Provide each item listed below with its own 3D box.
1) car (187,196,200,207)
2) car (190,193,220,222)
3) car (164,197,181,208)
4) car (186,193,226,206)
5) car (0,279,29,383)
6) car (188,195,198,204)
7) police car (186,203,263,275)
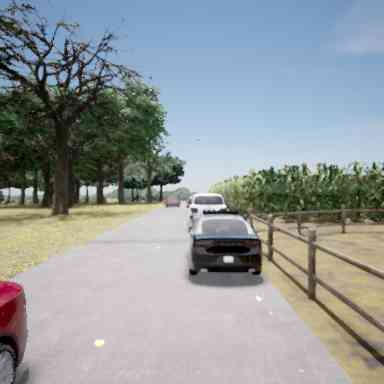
[{"bbox_3d":[0.192,1.369,47.455,1.812,1.442,4.674,0,0,1],"label":"car"},{"bbox_3d":[0.924,1.103,26.297,2.150,2.045,5.566,0,0,0],"label":"car"},{"bbox_3d":[-2.663,1.371,45.309,1.812,1.442,4.674,0,0,0],"label":"car"},{"bbox_3d":[0.901,1.116,20.295,2.150,2.045,5.566,0,0,0],"label":"car"},{"bbox_3d":[-2.843,1.462,1.829,1.882,1.535,5.008,0,0,0],"label":"car"},{"bbox_3d":[0.231,1.386,61.281,1.837,1.490,4.892,0,0,0],"label":"car"},{"bbox_3d":[0.863,1.357,10.369,1.930,1.638,5.238,0,0,0],"label":"police car"}]
